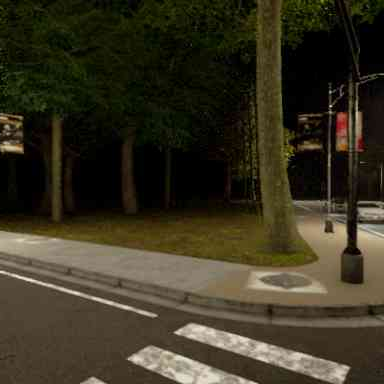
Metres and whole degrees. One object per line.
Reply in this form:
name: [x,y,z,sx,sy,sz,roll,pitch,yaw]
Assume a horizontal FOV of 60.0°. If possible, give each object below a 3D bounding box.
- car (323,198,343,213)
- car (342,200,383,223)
car: [14.951,1.402,34.558,1.812,1.442,4.674,0,0,13]
car: [12.783,1.423,24.569,1.812,1.442,4.674,0,0,13]
